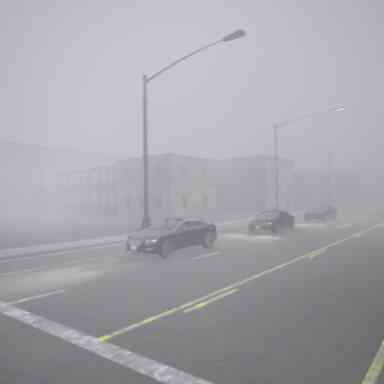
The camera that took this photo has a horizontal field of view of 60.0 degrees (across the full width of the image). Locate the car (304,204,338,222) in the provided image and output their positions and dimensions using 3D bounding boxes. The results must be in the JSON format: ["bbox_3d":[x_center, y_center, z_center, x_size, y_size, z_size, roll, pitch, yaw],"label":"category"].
[{"bbox_3d":[11.993,1.873,30.839,1.882,1.535,5.008,-2,-1,38],"label":"car"}]

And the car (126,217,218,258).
[{"bbox_3d":[-0.741,1.902,14.853,2.128,1.511,4.902,-2,-2,39],"label":"car"}]

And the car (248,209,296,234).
[{"bbox_3d":[5.584,1.943,22.796,1.812,1.442,4.674,-2,-1,38],"label":"car"}]
